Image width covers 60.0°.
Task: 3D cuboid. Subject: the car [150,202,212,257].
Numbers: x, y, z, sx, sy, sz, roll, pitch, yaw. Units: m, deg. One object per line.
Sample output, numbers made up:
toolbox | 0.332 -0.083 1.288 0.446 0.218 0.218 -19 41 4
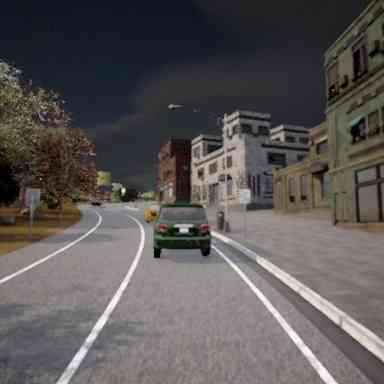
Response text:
car | -0.552 1.444 14.129 2.150 2.045 5.566 1 -1 -6

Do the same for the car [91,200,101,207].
car | -18.440 2.233 63.787 1.895 1.301 4.718 2 -1 -18

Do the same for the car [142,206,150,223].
car | -3.454 1.967 30.789 1.882 1.535 5.008 2 -1 -14
